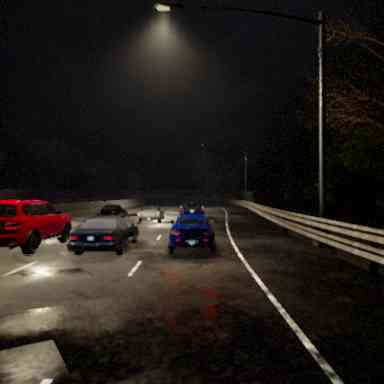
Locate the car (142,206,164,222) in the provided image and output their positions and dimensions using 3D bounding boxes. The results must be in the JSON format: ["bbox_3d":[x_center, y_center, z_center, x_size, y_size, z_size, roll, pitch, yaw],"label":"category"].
[{"bbox_3d":[-3.502,1.886,29.106,1.895,1.301,4.718,0,-1,0],"label":"car"}]

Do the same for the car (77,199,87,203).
[{"bbox_3d":[-24.509,2.271,73.915,1.837,1.490,4.892,0,-1,0],"label":"car"}]

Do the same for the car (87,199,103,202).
[{"bbox_3d":[-21.009,2.296,73.915,2.128,1.511,4.902,0,-1,0],"label":"car"}]

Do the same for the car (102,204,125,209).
[{"bbox_3d":[-6.998,1.813,29.375,1.812,1.442,4.674,0,0,0],"label":"car"}]

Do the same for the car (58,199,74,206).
[{"bbox_3d":[-28.009,2.295,73.914,1.812,1.442,4.674,0,-1,0],"label":"car"}]

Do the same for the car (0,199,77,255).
[{"bbox_3d":[-7.001,1.351,14.026,2.150,2.045,5.566,0,0,0],"label":"car"}]

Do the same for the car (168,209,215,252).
[{"bbox_3d":[0.003,1.663,14.373,1.812,1.442,4.674,0,0,0],"label":"car"}]

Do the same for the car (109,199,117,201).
[{"bbox_3d":[-17.509,2.310,73.915,2.033,1.411,5.357,0,-1,0],"label":"car"}]

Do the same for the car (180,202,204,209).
[{"bbox_3d":[-0.001,1.635,29.079,2.097,1.767,4.553,0,-1,0],"label":"car"}]

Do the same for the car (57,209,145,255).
[{"bbox_3d":[-3.501,1.681,13.990,2.033,1.411,5.357,0,-1,0],"label":"car"}]
